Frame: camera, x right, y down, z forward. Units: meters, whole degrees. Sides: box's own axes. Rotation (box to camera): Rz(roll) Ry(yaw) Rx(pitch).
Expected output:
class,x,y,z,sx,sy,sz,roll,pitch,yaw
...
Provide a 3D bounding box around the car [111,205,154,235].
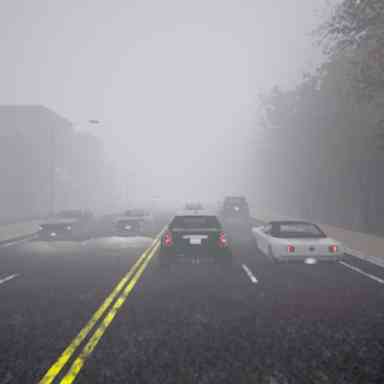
class,x,y,z,sx,sy,sz,roll,pitch,yaw
car,-3.342,1.661,19.311,1.994,1.385,4.181,0,0,0

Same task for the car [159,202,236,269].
class,x,y,z,sx,sy,sz,roll,pitch,yaw
car,0.104,1.411,11.464,2.097,1.767,4.553,0,0,0

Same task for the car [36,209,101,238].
class,x,y,z,sx,sy,sz,roll,pitch,yaw
car,-6.594,1.640,18.481,2.033,1.411,5.357,0,0,0

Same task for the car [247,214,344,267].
class,x,y,z,sx,sy,sz,roll,pitch,yaw
car,3.354,1.660,11.605,1.895,1.301,4.718,0,0,0

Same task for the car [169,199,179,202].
class,x,y,z,sx,sy,sz,roll,pitch,yaw
car,-3.267,1.903,60.755,1.895,1.301,4.718,0,0,1

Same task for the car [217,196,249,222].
class,x,y,z,sx,sy,sz,roll,pitch,yaw
car,3.362,1.360,27.683,2.150,2.045,5.566,0,0,0

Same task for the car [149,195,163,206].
class,x,y,z,sx,sy,sz,roll,pitch,yaw
car,-6.517,1.523,60.703,2.150,2.045,5.566,0,0,1
